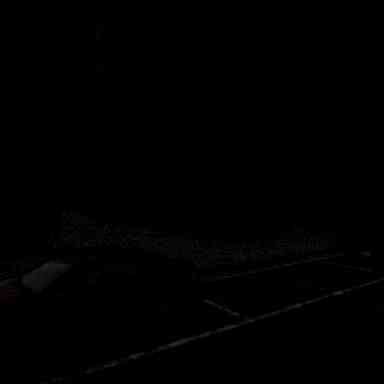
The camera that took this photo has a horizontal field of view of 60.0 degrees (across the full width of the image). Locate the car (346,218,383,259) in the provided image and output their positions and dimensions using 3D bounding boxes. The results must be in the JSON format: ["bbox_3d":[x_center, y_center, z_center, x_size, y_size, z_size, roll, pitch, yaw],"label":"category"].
[{"bbox_3d":[7.227,1.582,11.683,4.313,1.339,1.947,0,0,-35],"label":"car"}]

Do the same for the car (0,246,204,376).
[{"bbox_3d":[-1.733,1.584,5.297,4.206,1.307,1.802,0,0,-35],"label":"car"}]
